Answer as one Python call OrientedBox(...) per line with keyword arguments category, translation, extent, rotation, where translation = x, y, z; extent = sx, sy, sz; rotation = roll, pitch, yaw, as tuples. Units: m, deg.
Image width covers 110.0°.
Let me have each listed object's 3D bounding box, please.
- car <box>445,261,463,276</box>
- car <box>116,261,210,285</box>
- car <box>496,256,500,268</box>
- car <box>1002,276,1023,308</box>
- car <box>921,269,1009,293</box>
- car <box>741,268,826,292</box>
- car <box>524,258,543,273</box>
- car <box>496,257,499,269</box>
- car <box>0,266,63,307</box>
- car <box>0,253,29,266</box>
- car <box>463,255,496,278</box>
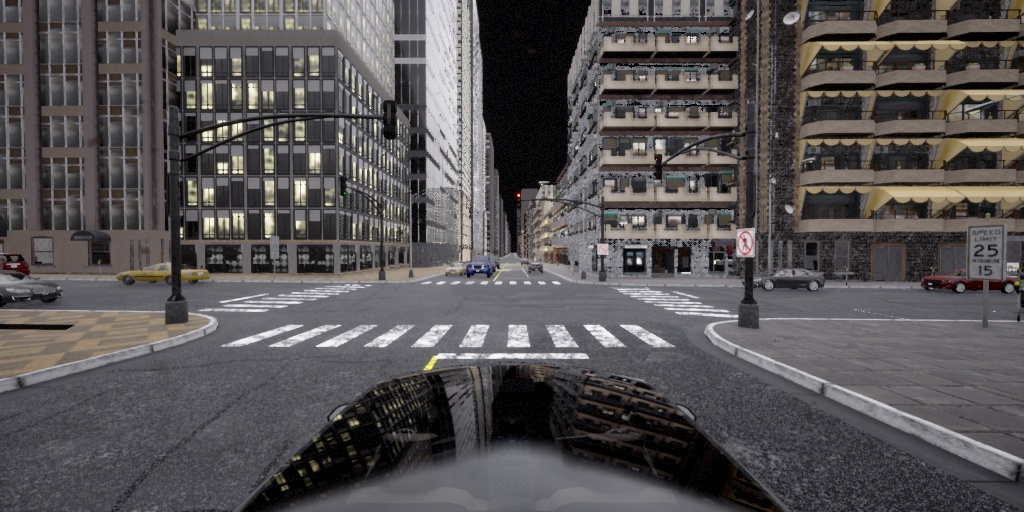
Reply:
OrientedBox(category="car", translation=(-5.635, 1.265, 36.396), extent=(1.751, 1.417, 4.829), rotation=(0, 0, 0))
OrientedBox(category="car", translation=(-21.634, 1.029, 22.274), extent=(4.829, 1.417, 1.751), rotation=(0, 0, 1))
OrientedBox(category="car", translation=(-3.004, 0.957, 55.385), extent=(2.150, 2.045, 5.566), rotation=(0, 0, 0))
OrientedBox(category="car", translation=(21.734, 1.576, 13.249), extent=(4.313, 1.339, 1.948), rotation=(0, 0, 1))
OrientedBox(category="car", translation=(27.406, 1.462, 21.540), extent=(4.507, 1.381, 1.888), rotation=(0, 0, 1))
OrientedBox(category="car", translation=(16.340, 1.375, 21.714), extent=(4.403, 1.370, 2.007), rotation=(0, 0, 1))
OrientedBox(category="car", translation=(2.755, 1.289, 42.207), extent=(2.007, 1.370, 4.403), rotation=(0, 0, 0))
OrientedBox(category="car", translation=(-3.024, 1.215, 44.829), extent=(1.882, 1.535, 5.008), rotation=(0, 0, 0))
OrientedBox(category="car", translation=(-20.267, 1.204, 13.938), extent=(4.403, 1.370, 2.007), rotation=(0, 0, 1))
OrientedBox(category="car", translation=(-33.581, 0.712, 22.498), extent=(5.009, 1.841, 2.192), rotation=(0, 0, 1))
OrientedBox(category="car", translation=(-3.047, 0.962, 34.698), extent=(2.150, 2.045, 5.566), rotation=(0, 0, 0))
